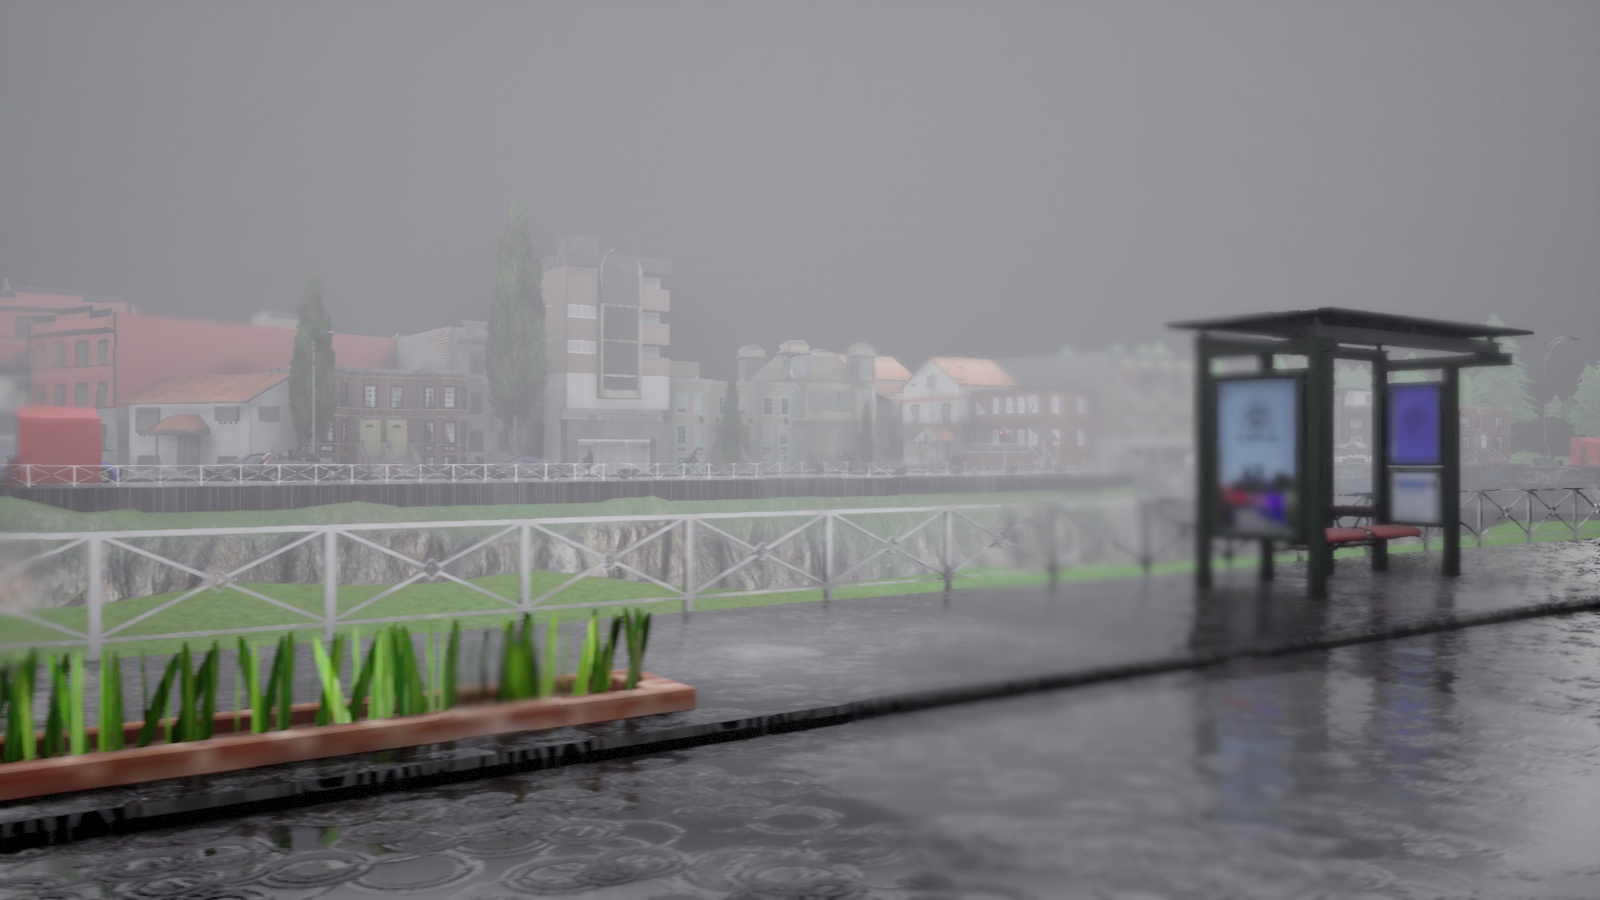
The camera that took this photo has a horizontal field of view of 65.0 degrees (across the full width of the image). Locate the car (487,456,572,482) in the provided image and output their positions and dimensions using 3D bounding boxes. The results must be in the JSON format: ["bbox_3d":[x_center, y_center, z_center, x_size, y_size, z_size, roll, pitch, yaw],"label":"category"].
[{"bbox_3d":[-14.891,1.012,69.186,4.181,1.385,1.994,0,0,-35],"label":"car"}]

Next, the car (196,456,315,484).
[{"bbox_3d":[-28.073,1.012,64.802,5.357,1.411,2.033,0,0,-34],"label":"car"}]

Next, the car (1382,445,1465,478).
[{"bbox_3d":[36.286,0.646,73.125,1.905,1.878,3.866,0,0,-35],"label":"car"}]

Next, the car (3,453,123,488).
[{"bbox_3d":[-33.128,0.901,56.489,4.514,1.525,2.007,0,0,-34],"label":"car"}]

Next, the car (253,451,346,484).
[{"bbox_3d":[-24.797,0.850,62.303,3.988,1.617,1.851,0,0,-34],"label":"car"}]
